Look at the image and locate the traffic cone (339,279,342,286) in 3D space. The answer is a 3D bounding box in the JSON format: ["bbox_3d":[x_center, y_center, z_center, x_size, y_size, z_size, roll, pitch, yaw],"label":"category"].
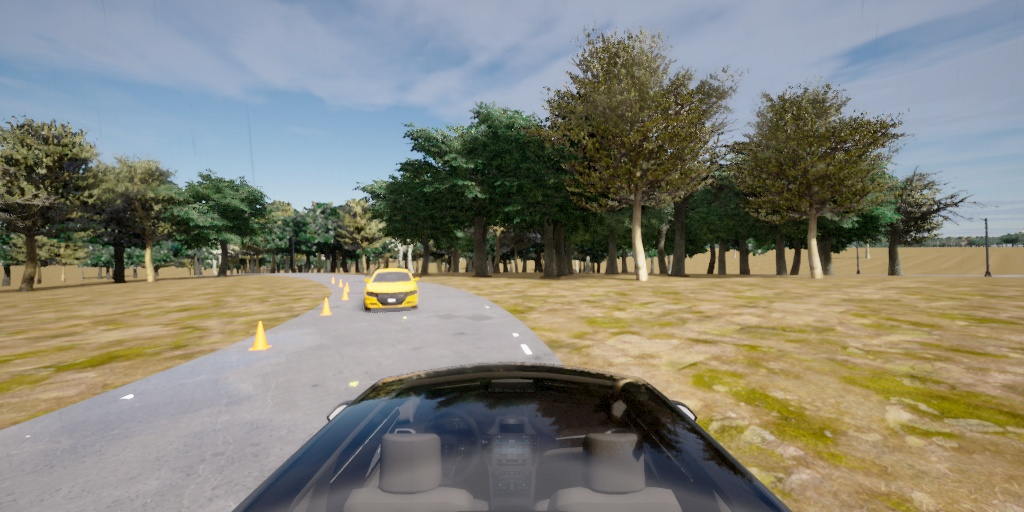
[{"bbox_3d":[-12.114,1.890,25.377,0.340,0.580,0.340,0,0,-31],"label":"traffic cone"}]

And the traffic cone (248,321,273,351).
[{"bbox_3d":[-5.467,1.715,7.791,0.340,0.580,0.340,0,0,-9],"label":"traffic cone"}]

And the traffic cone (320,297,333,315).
[{"bbox_3d":[-6.427,1.733,12.409,0.340,0.580,0.340,0,0,-15],"label":"traffic cone"}]

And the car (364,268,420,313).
[{"bbox_3d":[-4.852,1.255,14.616,1.882,1.535,5.008,0,0,-18],"label":"car"}]

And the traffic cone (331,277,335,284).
[{"bbox_3d":[-14.741,1.976,29.555,0.340,0.580,0.340,0,0,-33],"label":"traffic cone"}]

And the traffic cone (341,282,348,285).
[{"bbox_3d":[-9.760,1.820,21.223,0.340,0.580,0.340,0,0,-27],"label":"traffic cone"}]

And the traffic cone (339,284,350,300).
[{"bbox_3d":[-7.863,1.767,16.903,0.340,0.580,0.340,0,0,-21],"label":"traffic cone"}]
